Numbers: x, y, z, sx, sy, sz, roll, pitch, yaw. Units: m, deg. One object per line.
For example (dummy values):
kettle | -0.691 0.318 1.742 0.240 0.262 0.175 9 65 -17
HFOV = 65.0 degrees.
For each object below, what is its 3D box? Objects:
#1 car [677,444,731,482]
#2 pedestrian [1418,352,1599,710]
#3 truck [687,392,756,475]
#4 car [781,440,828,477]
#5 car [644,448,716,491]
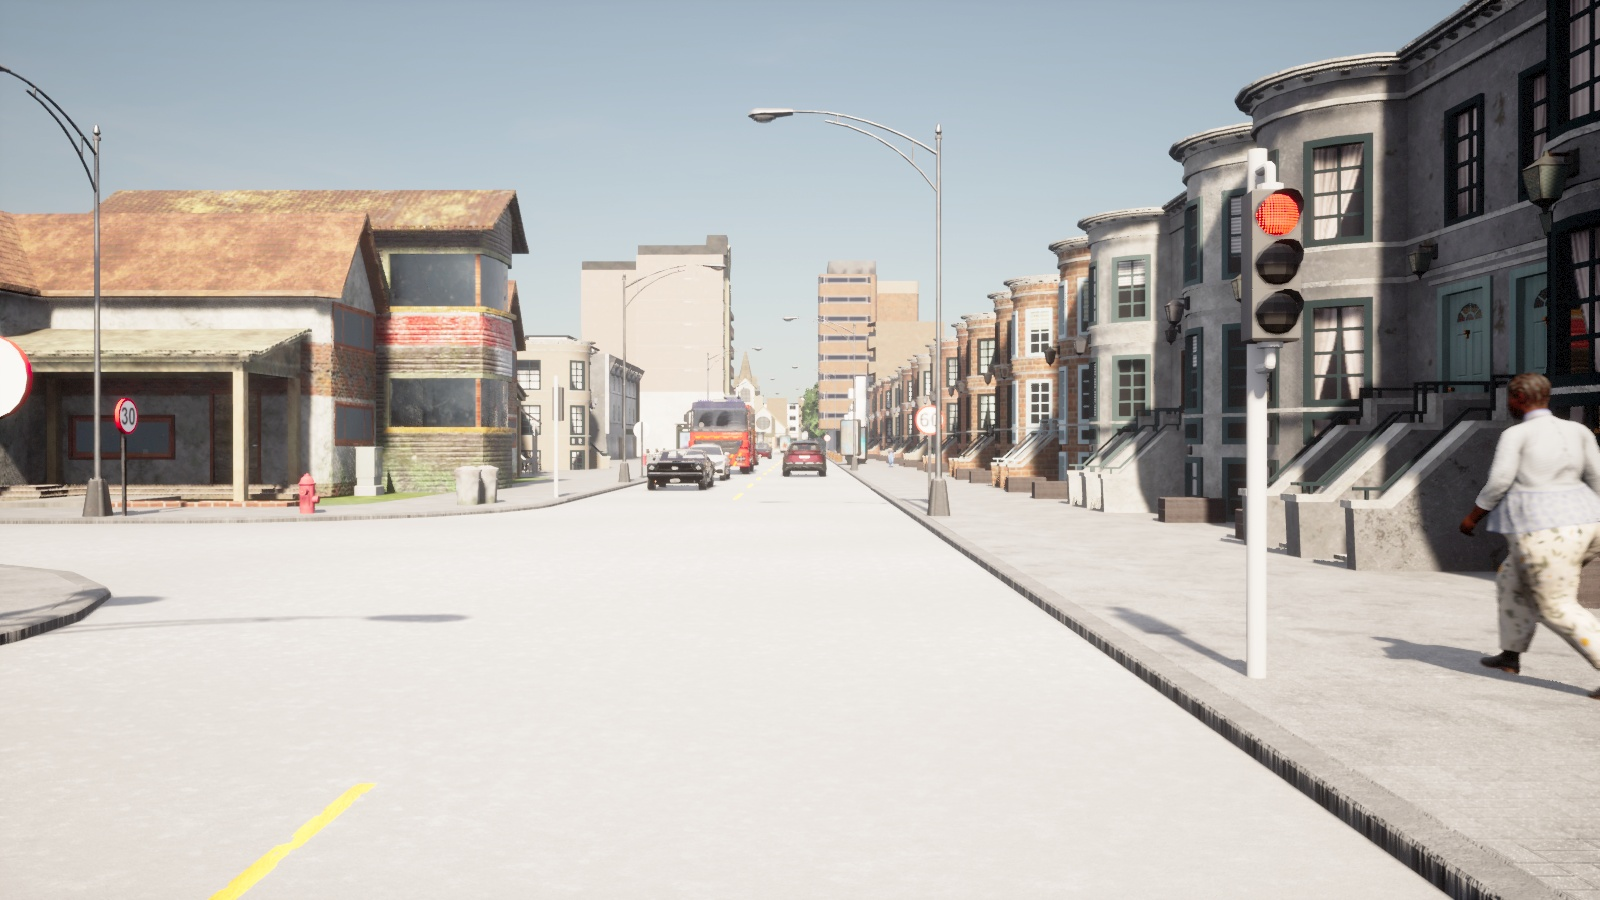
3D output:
car | -3.820 0.482 50.824 1.812 1.442 4.674 0 0 0
pedestrian | 4.194 0.419 7.095 0.874 1.855 0.900 0 0 -23
truck | -3.776 -0.773 62.368 2.891 3.827 8.468 0 0 0
car | 0.204 0.354 57.247 2.033 1.649 4.856 0 0 0
car | -3.852 0.612 41.032 1.895 1.301 4.718 0 0 0
